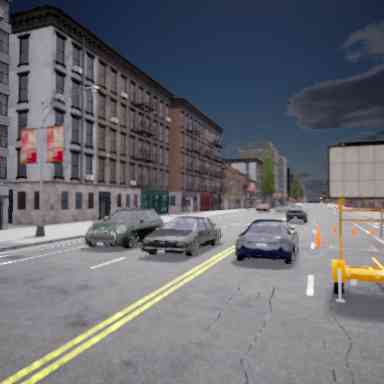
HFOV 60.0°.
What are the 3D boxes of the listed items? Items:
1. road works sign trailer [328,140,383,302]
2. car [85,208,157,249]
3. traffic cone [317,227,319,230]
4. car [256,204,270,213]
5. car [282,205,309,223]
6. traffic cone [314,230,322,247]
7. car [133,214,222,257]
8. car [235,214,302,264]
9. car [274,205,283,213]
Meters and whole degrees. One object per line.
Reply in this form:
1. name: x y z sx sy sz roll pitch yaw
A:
1. road works sign trailer: 4.582 0.563 8.072 2.380 3.560 2.880 0 -1 20
2. car: -3.019 1.598 15.870 2.097 1.767 4.553 0 -1 20
3. traffic cone: 6.425 2.207 16.965 0.340 0.580 0.340 0 -1 20
4. car: 12.025 2.725 56.289 1.882 1.535 5.008 0 -2 21
5. car: 10.009 2.087 31.701 1.837 1.490 4.892 0 -2 20
6. traffic cone: 5.729 2.173 15.090 0.340 0.580 0.340 0 -1 20
7. car: -0.165 1.759 14.223 2.033 1.411 5.357 0 -1 21
8. car: 2.991 1.745 12.812 1.994 1.385 4.181 0 -1 20
9. car: 14.347 2.770 53.238 1.895 1.301 4.718 0 -2 21
